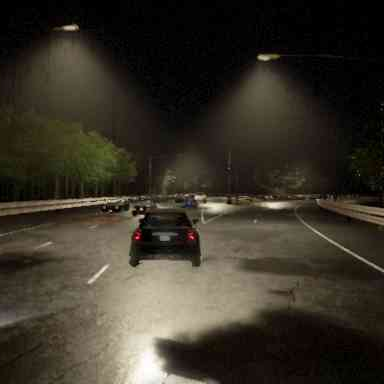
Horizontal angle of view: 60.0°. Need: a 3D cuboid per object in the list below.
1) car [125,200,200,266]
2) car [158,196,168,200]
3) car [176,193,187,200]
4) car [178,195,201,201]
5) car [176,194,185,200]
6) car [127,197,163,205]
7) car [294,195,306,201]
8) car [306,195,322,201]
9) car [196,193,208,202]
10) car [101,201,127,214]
[{"bbox_3d":[-0.822,1.344,11.661,2.097,1.767,4.553,0,0,-1],"label":"car"},{"bbox_3d":[-5.766,1.457,63.408,1.994,1.385,4.181,0,0,6],"label":"car"},{"bbox_3d":[-2.730,1.204,88.479,2.097,1.767,4.553,0,0,9],"label":"car"},{"bbox_3d":[-0.234,1.495,44.807,2.033,1.411,5.357,0,0,3],"label":"car"},{"bbox_3d":[-1.977,1.466,65.796,1.994,1.385,4.181,0,0,6],"label":"car"},{"bbox_3d":[-4.217,1.498,30.725,2.033,1.411,5.357,0,0,2],"label":"car"},{"bbox_3d":[28.272,1.542,86.951,1.895,1.301,4.718,0,0,31],"label":"car"},{"bbox_3d":[31.472,1.492,85.485,2.033,1.411,5.357,0,0,31],"label":"car"},{"bbox_3d":[1.906,1.132,70.236,2.150,2.045,5.566,0,0,7],"label":"car"},{"bbox_3d":[-7.769,1.532,34.387,1.895,1.301,4.718,0,0,2],"label":"car"}]
